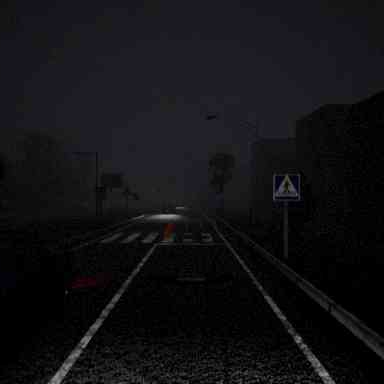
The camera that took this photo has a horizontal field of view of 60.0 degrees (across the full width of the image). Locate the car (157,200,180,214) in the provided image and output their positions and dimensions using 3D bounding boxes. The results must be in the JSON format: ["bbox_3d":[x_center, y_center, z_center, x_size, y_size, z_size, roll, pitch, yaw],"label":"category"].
[{"bbox_3d":[-3.272,2.303,46.482,2.128,1.511,4.902,0,-1,0],"label":"car"}]

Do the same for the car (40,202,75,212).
[{"bbox_3d":[-21.862,2.448,53.368,4.674,1.452,2.002,0,-1,0],"label":"car"}]

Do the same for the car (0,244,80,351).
[{"bbox_3d":[-3.342,1.560,4.984,2.033,1.411,5.357,0,0,0],"label":"car"}]

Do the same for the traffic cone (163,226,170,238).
[{"bbox_3d":[-1.369,2.138,17.774,0.340,0.580,0.340,0,-1,0],"label":"traffic cone"}]

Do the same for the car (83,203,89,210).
[{"bbox_3d":[-21.849,2.551,59.917,5.008,1.535,2.097,0,-1,0],"label":"car"}]

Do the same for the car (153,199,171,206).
[{"bbox_3d":[-8.646,3.324,94.265,4.892,1.521,2.231,0,-1,0],"label":"car"}]

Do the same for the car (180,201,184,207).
[{"bbox_3d":[-3.078,3.133,84.852,2.128,1.511,4.902,0,-1,0],"label":"car"}]

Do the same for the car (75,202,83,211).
[{"bbox_3d":[-21.849,2.481,56.644,4.892,1.521,2.231,0,-1,0],"label":"car"}]

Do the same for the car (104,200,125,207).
[{"bbox_3d":[-21.735,3.252,91.543,5.008,1.535,2.097,0,-1,0],"label":"car"}]
